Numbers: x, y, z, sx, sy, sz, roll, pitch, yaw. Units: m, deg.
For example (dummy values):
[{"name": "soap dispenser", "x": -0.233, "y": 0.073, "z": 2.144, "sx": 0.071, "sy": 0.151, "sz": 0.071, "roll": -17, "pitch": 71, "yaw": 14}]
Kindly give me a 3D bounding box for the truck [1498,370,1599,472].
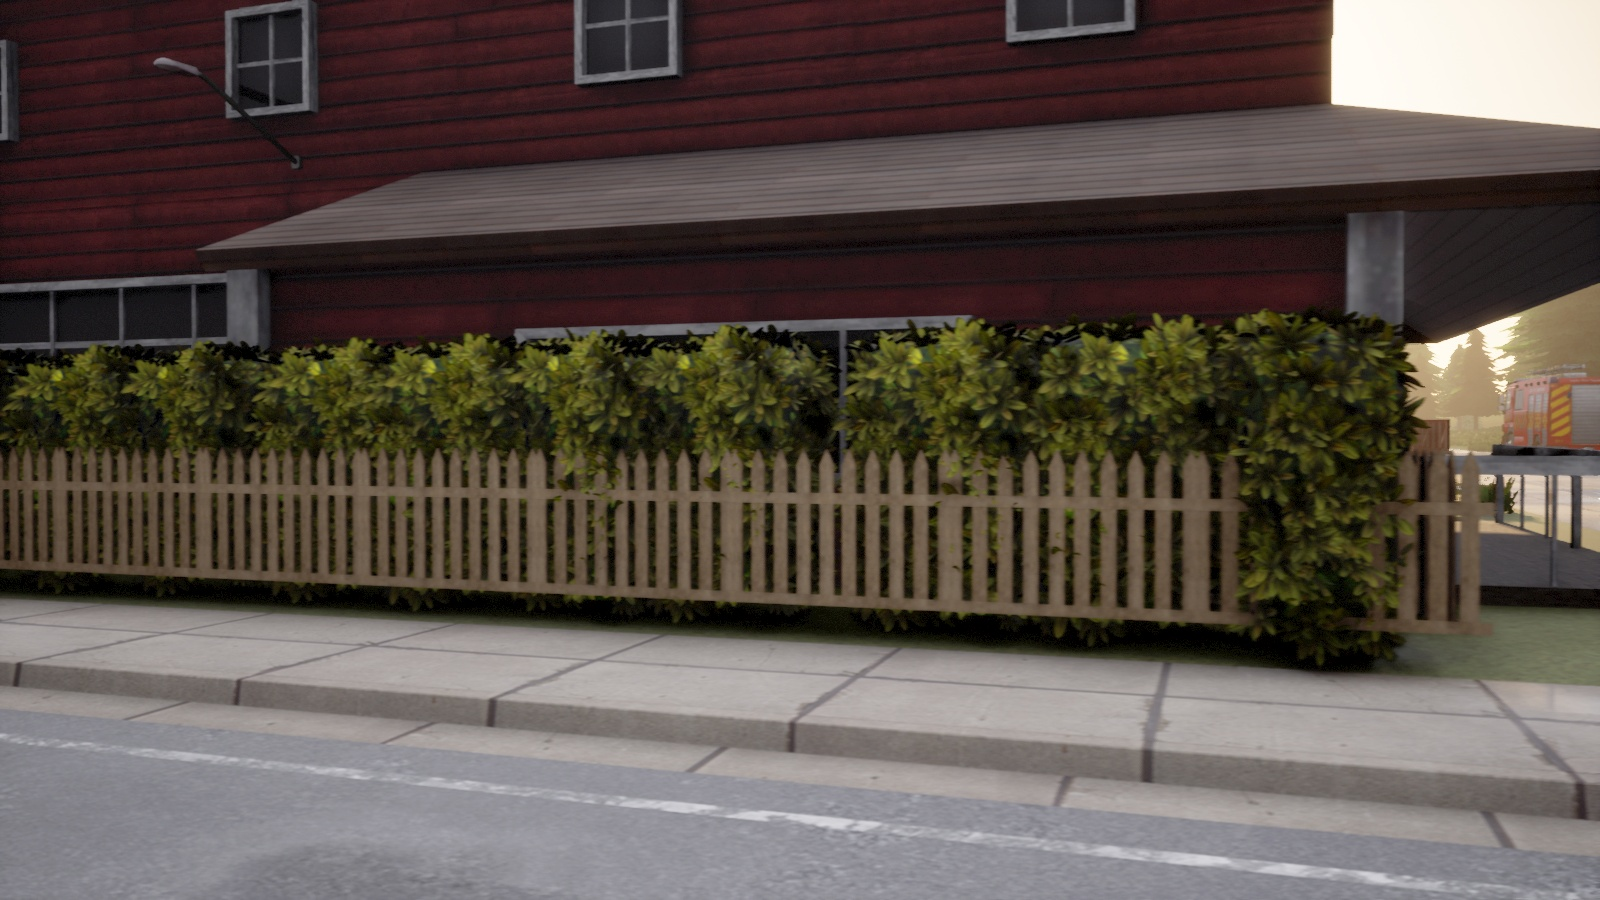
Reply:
[{"name": "truck", "x": 30.973, "y": -1.159, "z": 51.195, "sx": 2.891, "sy": 3.827, "sz": 8.468, "roll": 1, "pitch": 1, "yaw": 19}]
